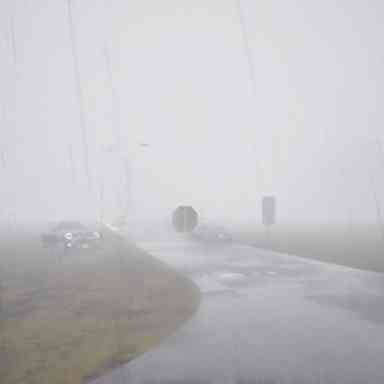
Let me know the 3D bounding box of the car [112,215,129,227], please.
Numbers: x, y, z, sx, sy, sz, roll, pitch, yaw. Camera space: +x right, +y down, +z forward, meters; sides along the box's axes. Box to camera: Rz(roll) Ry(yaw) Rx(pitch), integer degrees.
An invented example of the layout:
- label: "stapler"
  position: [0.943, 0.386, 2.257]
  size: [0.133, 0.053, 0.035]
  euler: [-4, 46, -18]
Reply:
- label: "car"
  position: [-10.726, 4.214, 49.618]
  size: [2.097, 1.767, 4.553]
  euler: [1, -3, -18]

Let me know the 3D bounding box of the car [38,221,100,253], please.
- label: "car"
  position: [-7.284, 2.480, 19.581]
  size: [2.097, 1.767, 4.553]
  euler: [3, -5, -44]

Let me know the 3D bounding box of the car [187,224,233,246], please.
- label: "car"
  position: [1.124, 2.816, 22.477]
  size: [1.994, 1.385, 4.181]
  euler: [1, -4, -20]
